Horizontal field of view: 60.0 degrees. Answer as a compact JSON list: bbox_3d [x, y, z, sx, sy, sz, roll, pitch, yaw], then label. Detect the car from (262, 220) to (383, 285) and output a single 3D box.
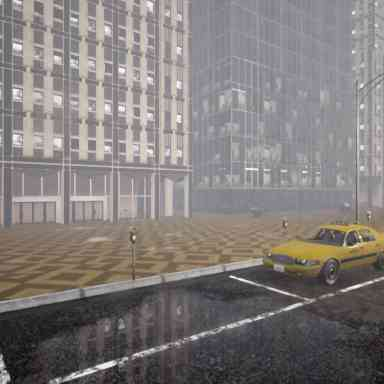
[{"bbox_3d":[4.068,1.526,9.479,4.829,1.417,1.752,0,0,-36],"label":"car"}]
